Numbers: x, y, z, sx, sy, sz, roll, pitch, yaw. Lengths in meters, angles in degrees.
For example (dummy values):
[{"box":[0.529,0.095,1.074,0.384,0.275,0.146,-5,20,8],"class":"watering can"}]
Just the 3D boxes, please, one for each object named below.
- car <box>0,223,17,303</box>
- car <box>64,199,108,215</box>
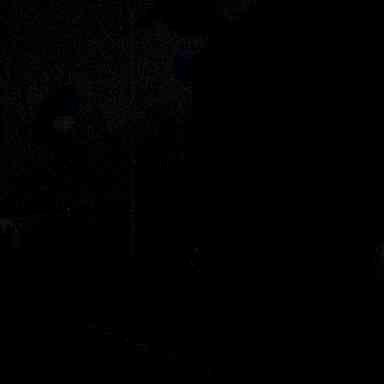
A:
[{"box":[-5.542,1.315,6.758,5.009,1.841,2.192,0,0,35],"class":"car"},{"box":[-10.189,1.399,32.164,1.994,1.385,4.181,0,0,36],"class":"car"}]
